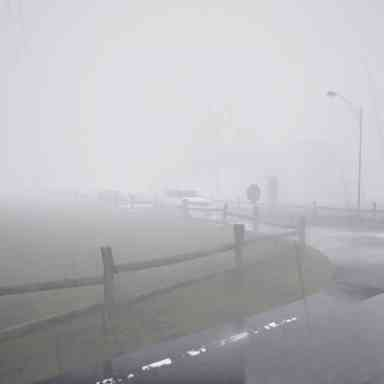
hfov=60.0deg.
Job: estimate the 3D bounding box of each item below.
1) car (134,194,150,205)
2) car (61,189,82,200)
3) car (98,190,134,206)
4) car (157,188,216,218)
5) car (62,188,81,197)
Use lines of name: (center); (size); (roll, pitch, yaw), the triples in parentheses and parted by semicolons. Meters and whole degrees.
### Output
car: (-6.819, 0.819, 38.714); (1.895, 1.301, 4.718); (1, 1, -35)
car: (-18.016, 0.383, 49.647); (2.033, 1.411, 5.357); (1, 1, -35)
car: (-8.487, 0.566, 35.964); (2.097, 1.767, 4.553); (1, 1, -35)
car: (-0.544, 0.751, 24.695); (2.150, 2.045, 5.566); (1, 1, -34)
car: (-21.660, 0.113, 59.792); (1.882, 1.535, 5.008); (1, 1, -35)
